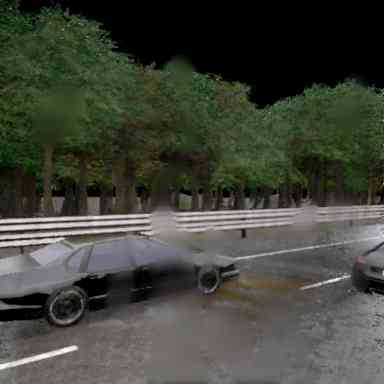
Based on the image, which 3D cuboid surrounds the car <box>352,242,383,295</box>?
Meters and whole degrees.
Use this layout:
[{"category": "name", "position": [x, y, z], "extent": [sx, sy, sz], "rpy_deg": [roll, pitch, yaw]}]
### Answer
[{"category": "car", "position": [5.582, 1.613, 7.715], "extent": [4.181, 1.385, 1.994], "rpy_deg": [0, 0, -35]}]

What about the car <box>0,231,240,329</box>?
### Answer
[{"category": "car", "position": [-1.485, 1.563, 6.983], "extent": [5.357, 1.411, 2.033], "rpy_deg": [0, 0, -35]}]
